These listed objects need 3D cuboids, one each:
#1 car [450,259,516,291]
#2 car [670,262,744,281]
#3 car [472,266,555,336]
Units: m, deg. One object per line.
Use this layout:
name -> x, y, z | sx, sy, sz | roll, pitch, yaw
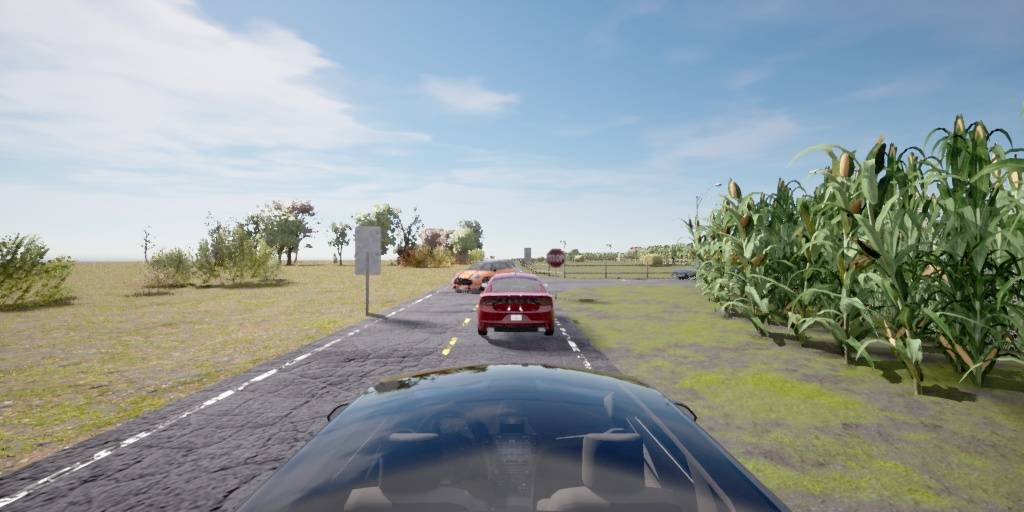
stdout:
car -> -1.592, 1.093, 21.138 | 2.097, 1.767, 4.553 | 0, 1, 30
car -> 15.435, 1.170, 28.236 | 5.357, 1.411, 2.033 | -1, -1, -1
car -> 0.094, 1.231, 10.498 | 1.882, 1.535, 5.008 | 0, 0, 0
